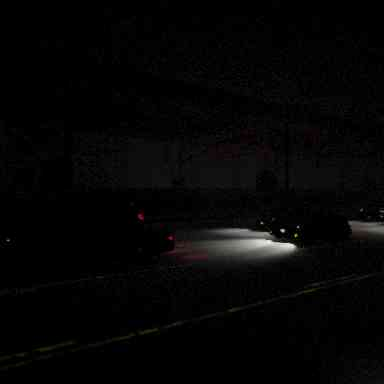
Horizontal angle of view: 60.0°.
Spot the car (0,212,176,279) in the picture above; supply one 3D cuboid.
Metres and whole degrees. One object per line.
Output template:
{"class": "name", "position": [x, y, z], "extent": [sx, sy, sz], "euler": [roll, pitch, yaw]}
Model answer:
{"class": "car", "position": [-3.135, 1.548, 10.245], "extent": [5.357, 1.411, 2.033], "euler": [0, 0, -34]}

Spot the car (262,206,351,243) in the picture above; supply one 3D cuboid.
{"class": "car", "position": [5.755, 1.563, 16.062], "extent": [4.181, 1.385, 1.994], "euler": [0, 0, -33]}

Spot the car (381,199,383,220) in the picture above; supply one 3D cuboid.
{"class": "car", "position": [14.946, 1.351, 22.038], "extent": [4.553, 1.767, 2.097], "euler": [0, 0, -34]}

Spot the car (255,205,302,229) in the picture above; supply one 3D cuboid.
{"class": "car", "position": [5.977, 1.525, 20.380], "extent": [4.674, 1.442, 1.812], "euler": [0, 0, -33]}

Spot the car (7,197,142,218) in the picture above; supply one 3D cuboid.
{"class": "car", "position": [-4.648, 1.222, 13.477], "extent": [5.566, 2.045, 2.150], "euler": [0, 0, -33]}

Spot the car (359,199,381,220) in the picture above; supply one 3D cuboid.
{"class": "car", "position": [15.318, 1.351, 26.426], "extent": [4.553, 1.767, 2.097], "euler": [0, 0, -33]}
